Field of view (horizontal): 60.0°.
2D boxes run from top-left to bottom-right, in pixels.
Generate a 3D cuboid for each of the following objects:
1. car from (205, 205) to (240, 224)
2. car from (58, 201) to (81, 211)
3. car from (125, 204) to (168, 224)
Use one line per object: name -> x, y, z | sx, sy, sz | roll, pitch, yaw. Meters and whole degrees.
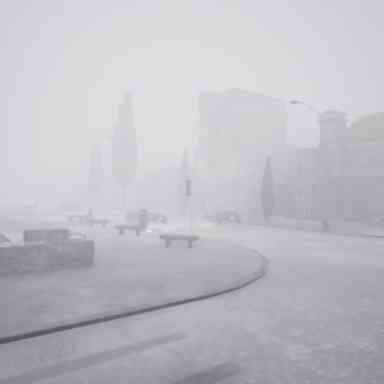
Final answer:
car -> 2.535, 1.769, 27.406 | 1.812, 1.442, 4.674 | 0, 1, -12
car -> -16.117, 1.780, 43.710 | 1.895, 1.301, 4.718 | 1, -1, -35
car -> -3.684, 1.704, 26.253 | 1.812, 1.442, 4.674 | 1, 0, -36
